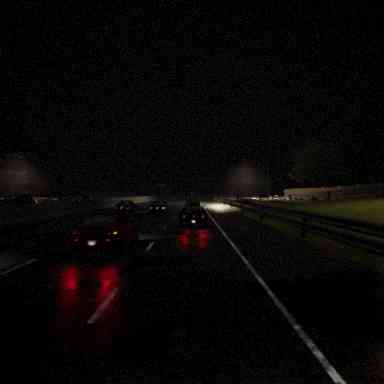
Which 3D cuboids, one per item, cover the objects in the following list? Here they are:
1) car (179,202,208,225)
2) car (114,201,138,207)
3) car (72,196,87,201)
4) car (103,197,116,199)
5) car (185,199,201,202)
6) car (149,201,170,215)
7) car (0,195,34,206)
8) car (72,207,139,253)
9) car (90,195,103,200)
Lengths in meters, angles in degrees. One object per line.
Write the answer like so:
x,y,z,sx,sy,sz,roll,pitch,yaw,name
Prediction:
0.102,1.641,24.018,1.895,1.301,4.718,0,0,0,car
-6.898,1.616,35.140,2.033,1.411,5.357,0,0,0,car
-24.496,1.657,72.664,1.882,1.535,5.008,0,0,0,car
-17.496,1.726,73.496,1.994,1.385,4.181,0,0,0,car
0.103,1.567,41.834,1.882,1.535,5.008,0,0,0,car
-3.398,1.616,35.134,2.033,1.411,5.357,0,0,0,car
-17.595,1.283,32.716,2.150,2.045,5.566,0,0,0,car
-3.399,1.545,13.579,1.812,1.442,4.674,0,0,0,car
-20.996,1.528,73.528,2.097,1.767,4.553,0,0,0,car
